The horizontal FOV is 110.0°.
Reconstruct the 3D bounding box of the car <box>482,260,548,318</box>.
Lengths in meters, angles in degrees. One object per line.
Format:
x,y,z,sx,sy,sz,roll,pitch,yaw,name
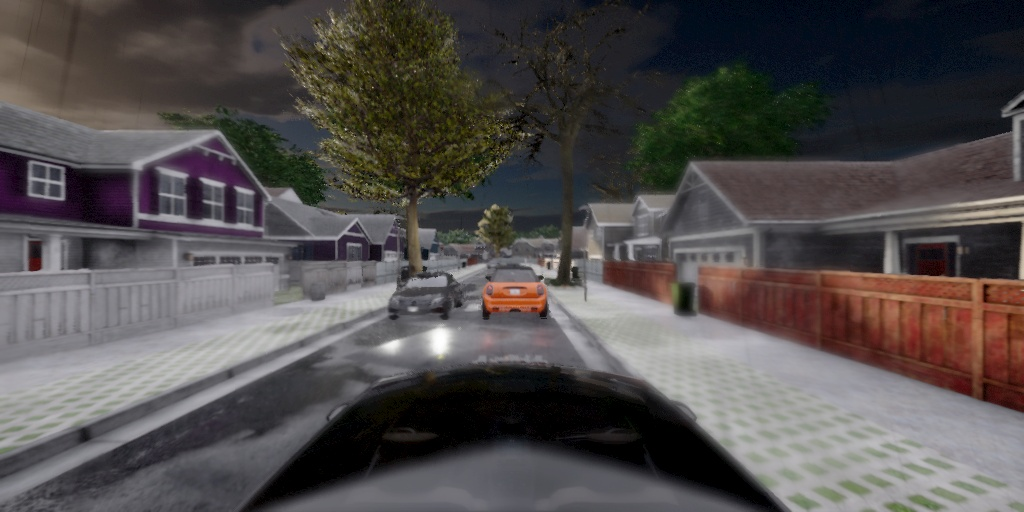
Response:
0.096,1.118,13.147,2.097,1.767,4.553,0,0,0,car

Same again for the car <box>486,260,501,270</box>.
-2.820,1.361,55.780,2.128,1.511,4.902,0,0,0,car

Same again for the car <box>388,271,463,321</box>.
-2.853,1.289,12.731,1.812,1.442,4.674,0,0,0,car
